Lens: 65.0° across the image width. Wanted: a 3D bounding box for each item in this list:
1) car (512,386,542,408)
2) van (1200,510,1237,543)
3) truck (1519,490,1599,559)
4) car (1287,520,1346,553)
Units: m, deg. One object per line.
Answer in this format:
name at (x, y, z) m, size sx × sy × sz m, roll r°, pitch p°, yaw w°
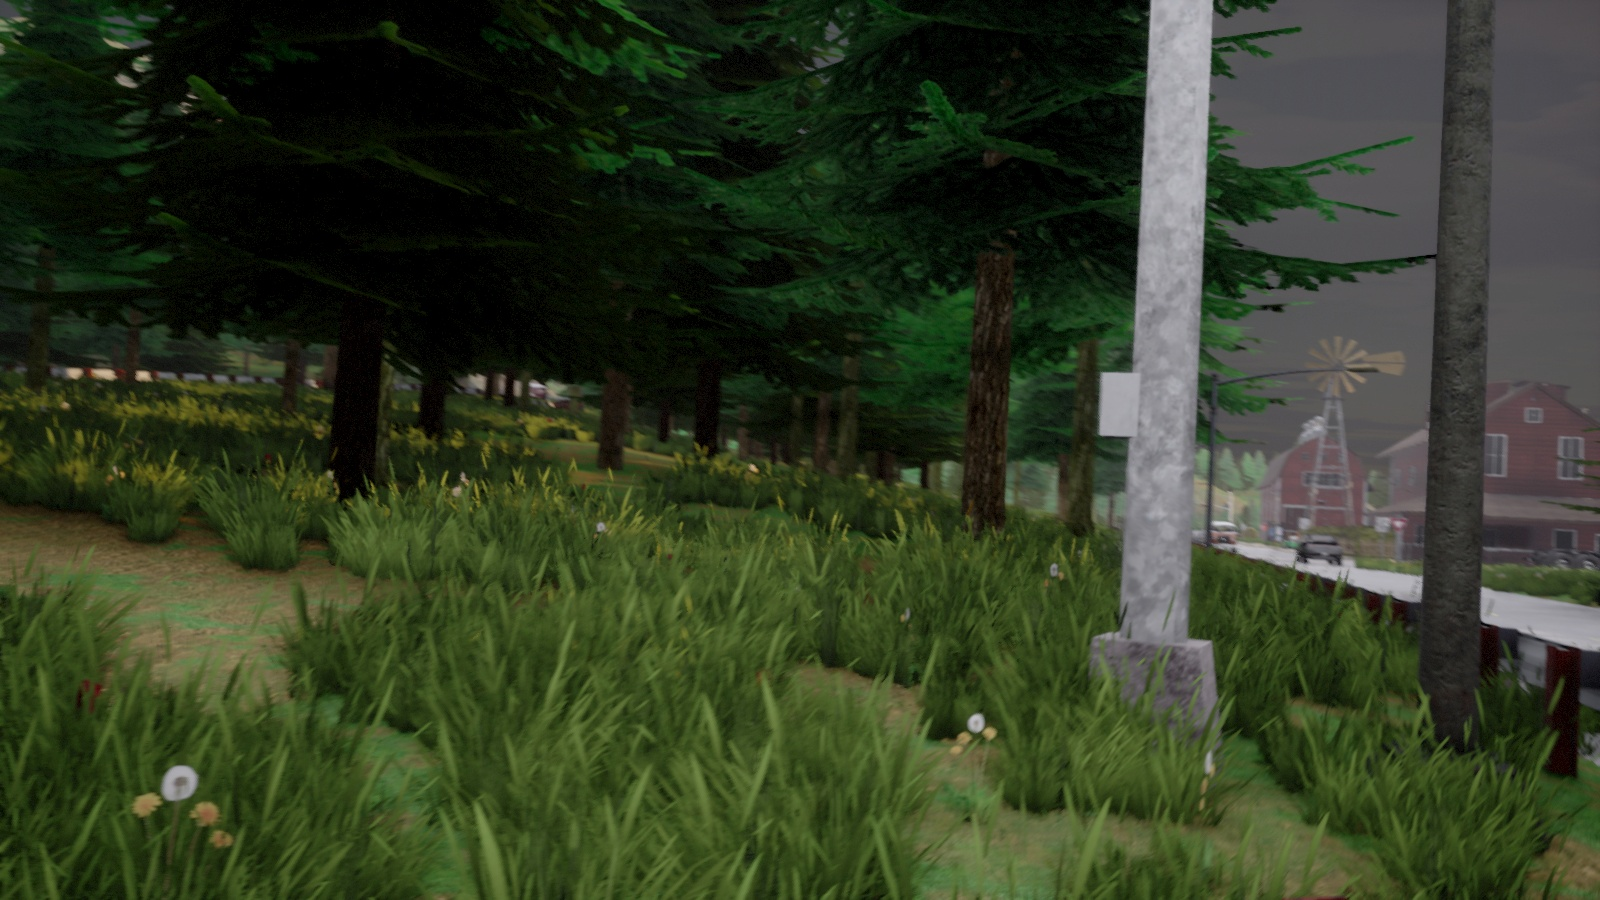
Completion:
car at (-19.468, -3.805, 89.750) m, size 1.812 × 1.442 × 4.674 m, roll 3°, pitch 2°, yaw -10°
van at (28.051, 5.117, 84.240) m, size 2.069 × 2.038 × 4.480 m, roll 1°, pitch -3°, yaw 15°
truck at (42.656, 3.986, 66.072) m, size 7.936 × 3.462 × 2.891 m, roll 1°, pitch -3°, yaw 16°
car at (26.057, 4.340, 63.522) m, size 2.128 × 1.511 × 4.902 m, roll 1°, pitch -3°, yaw 15°
